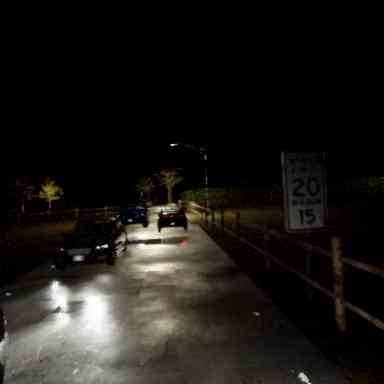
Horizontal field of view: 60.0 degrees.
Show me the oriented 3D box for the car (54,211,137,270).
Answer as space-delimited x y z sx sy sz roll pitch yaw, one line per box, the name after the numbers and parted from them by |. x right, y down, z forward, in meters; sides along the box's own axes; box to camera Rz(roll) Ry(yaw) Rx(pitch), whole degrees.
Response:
-3.516 1.723 12.294 2.128 1.511 4.902 -3 0 -4 | car

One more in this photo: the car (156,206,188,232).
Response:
-1.313 1.699 21.982 2.128 1.511 4.902 -3 -1 -4 | car

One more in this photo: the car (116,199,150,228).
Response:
-4.386 1.604 25.246 2.150 2.045 5.566 -3 0 -4 | car

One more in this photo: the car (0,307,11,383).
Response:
-2.866 1.633 1.713 2.128 1.511 4.902 -3 0 -2 | car
